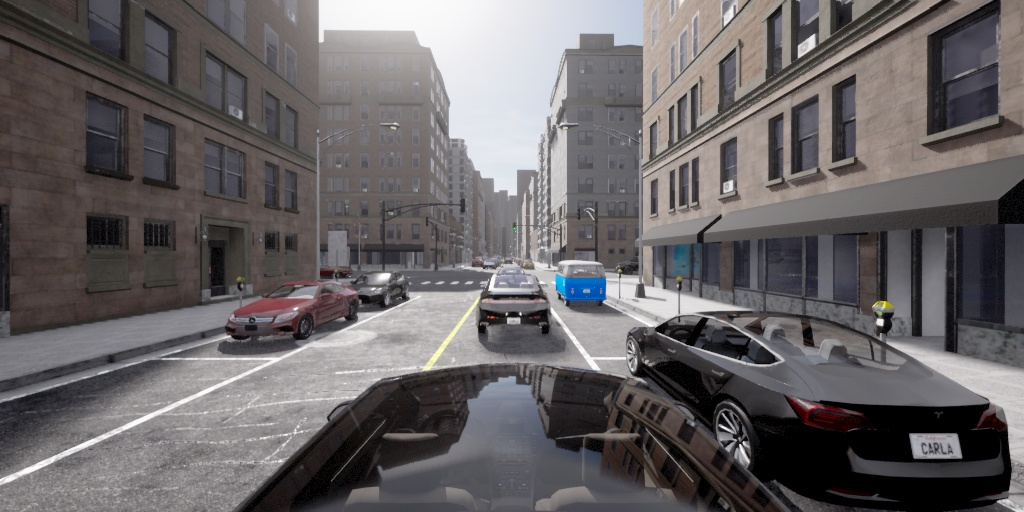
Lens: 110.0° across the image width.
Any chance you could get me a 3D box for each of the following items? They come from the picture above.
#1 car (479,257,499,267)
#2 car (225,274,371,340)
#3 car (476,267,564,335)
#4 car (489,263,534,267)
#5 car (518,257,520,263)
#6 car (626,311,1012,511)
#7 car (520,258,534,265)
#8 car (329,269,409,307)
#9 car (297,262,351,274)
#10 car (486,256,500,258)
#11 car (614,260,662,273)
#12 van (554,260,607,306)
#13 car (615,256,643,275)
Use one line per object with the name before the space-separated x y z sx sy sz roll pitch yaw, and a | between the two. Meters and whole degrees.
car | -3.444 1.294 54.907 2.033 1.411 5.357 0 0 -1
car | -5.688 1.332 9.908 1.802 1.307 4.207 0 0 0
car | 0.051 1.243 10.501 2.128 1.511 4.902 0 0 0
car | -0.060 1.299 20.767 2.033 1.411 5.357 0 0 -1
car | 2.425 1.184 60.104 1.967 1.591 4.097 0 0 -1
car | 2.851 1.316 4.493 1.948 1.339 4.313 0 0 0
car | 2.512 1.271 54.750 1.751 1.417 4.829 0 0 -1
car | -5.703 1.316 15.359 1.948 1.339 4.313 0 0 0
car | -16.676 1.342 31.655 4.718 1.301 1.895 0 0 -1
car | -3.567 1.247 64.605 1.837 1.490 4.892 0 0 -1
car | 14.701 1.214 42.060 5.008 1.535 1.882 0 0 -1
van | 2.822 1.091 15.391 1.690 1.789 3.998 0 0 0
car | 14.083 0.967 38.802 5.566 2.045 2.150 0 0 -1
